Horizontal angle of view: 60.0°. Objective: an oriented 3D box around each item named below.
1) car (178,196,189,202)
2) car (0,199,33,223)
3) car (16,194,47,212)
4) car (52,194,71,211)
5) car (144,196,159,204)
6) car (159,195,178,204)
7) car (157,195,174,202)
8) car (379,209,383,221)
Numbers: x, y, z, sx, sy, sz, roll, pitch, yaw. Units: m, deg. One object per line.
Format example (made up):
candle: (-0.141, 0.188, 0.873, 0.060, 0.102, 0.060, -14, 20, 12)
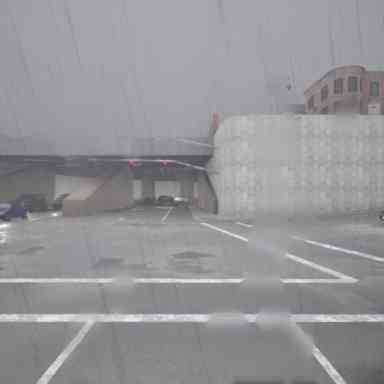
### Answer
car: (-2.287, 1.524, 75.182, 1.812, 1.442, 4.674, 0, 0, 28)
car: (-14.516, 1.525, 25.967, 1.812, 1.442, 4.674, 0, 0, -4)
car: (-18.476, 1.220, 37.927, 2.150, 2.045, 5.566, 0, 0, -2)
car: (-15.040, 1.222, 40.597, 2.150, 2.045, 5.566, 0, 0, -2)
car: (-8.112, 1.547, 65.004, 2.033, 1.411, 5.357, 0, 0, 4)
car: (-4.591, 1.491, 65.168, 2.128, 1.511, 4.902, 0, 0, 4)
car: (-5.967, 1.500, 75.436, 1.837, 1.490, 4.892, 0, 0, 24)
car: (12.783, 0.873, 18.231, 4.674, 1.442, 1.812, -7, 0, -1)
